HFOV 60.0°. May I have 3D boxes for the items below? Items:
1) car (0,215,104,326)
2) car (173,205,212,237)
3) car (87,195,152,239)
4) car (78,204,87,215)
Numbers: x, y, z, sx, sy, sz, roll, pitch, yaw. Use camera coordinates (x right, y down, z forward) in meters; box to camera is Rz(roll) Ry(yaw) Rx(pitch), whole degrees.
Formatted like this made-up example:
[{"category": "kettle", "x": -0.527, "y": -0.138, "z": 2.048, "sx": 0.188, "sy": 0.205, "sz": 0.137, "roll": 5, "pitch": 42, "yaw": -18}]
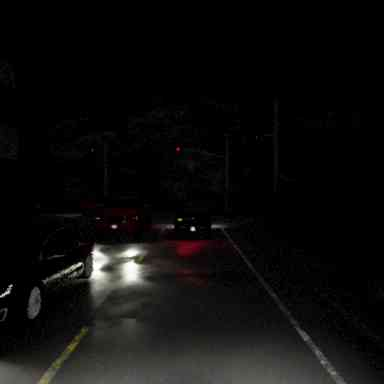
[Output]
[{"category": "car", "x": -3.563, "y": 1.486, "z": 7.147, "sx": 1.837, "sy": 1.490, "sz": 4.892, "roll": 0, "pitch": 0, "yaw": 1}, {"category": "car", "x": 0.039, "y": 1.486, "z": 18.040, "sx": 1.837, "sy": 1.490, "sz": 4.892, "roll": 0, "pitch": 0, "yaw": 0}, {"category": "car", "x": -3.441, "y": 1.174, "z": 17.527, "sx": 2.150, "sy": 2.045, "sz": 5.566, "roll": 0, "pitch": 0, "yaw": 0}, {"category": "car", "x": -7.998, "y": 1.290, "z": 30.200, "sx": 4.553, "sy": 1.767, "sz": 2.097, "roll": 0, "pitch": 0, "yaw": 15}]
